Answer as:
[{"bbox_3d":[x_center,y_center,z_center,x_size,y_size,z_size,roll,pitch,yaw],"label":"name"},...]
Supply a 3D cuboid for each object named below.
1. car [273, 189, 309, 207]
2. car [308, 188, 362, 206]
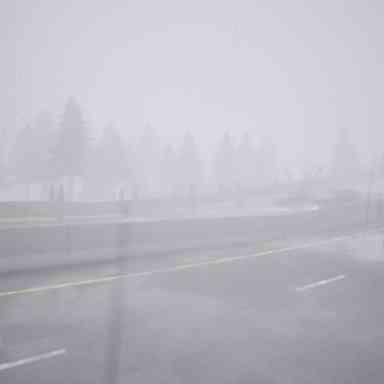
[{"bbox_3d":[9.989,0.529,32.460,4.892,1.490,1.837,-6,3,-35],"label":"car"},{"bbox_3d":[13.490,0.393,30.629,5.357,1.411,2.033,-7,4,-34],"label":"car"}]
